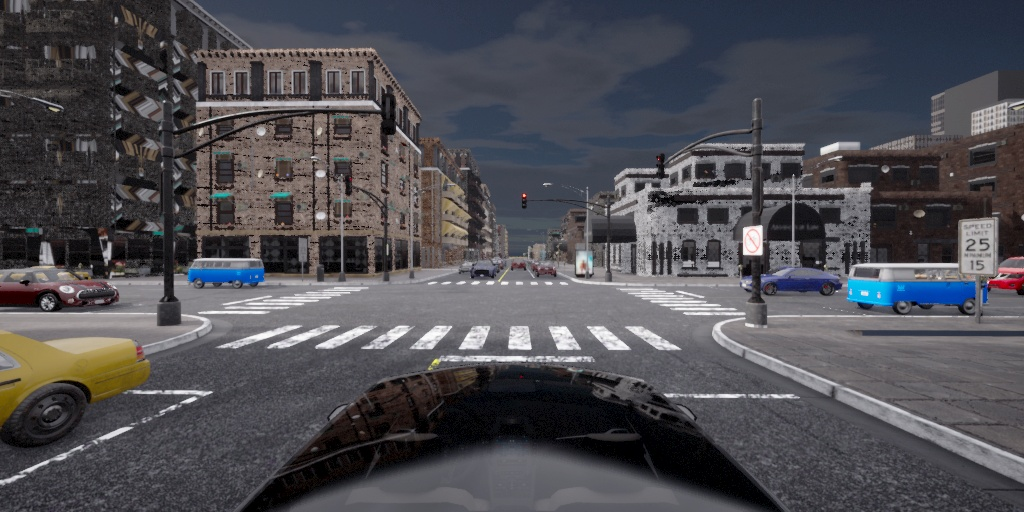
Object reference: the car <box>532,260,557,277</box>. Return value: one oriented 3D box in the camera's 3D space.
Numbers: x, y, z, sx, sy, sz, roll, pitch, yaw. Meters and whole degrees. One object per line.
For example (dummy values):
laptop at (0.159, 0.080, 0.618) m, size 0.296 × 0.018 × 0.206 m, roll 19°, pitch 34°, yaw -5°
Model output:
car at (3.259, 1.193, 35.111) m, size 1.967 × 1.591 × 4.097 m, roll 0°, pitch 0°, yaw 1°

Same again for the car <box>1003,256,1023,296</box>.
car at (27.653, 1.025, 18.866) m, size 5.566 × 2.045 × 2.150 m, roll 0°, pitch 0°, yaw 1°

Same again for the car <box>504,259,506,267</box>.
car at (-2.217, 1.293, 53.014) m, size 1.812 × 1.442 × 4.674 m, roll 0°, pitch 0°, yaw 1°

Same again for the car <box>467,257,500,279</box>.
car at (-2.564, 1.104, 33.147) m, size 2.097 × 1.767 × 4.553 m, roll 0°, pitch 0°, yaw 1°

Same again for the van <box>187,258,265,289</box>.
van at (-17.426, 1.029, 21.903) m, size 3.998 × 1.789 × 1.690 m, roll 0°, pitch 0°, yaw 1°

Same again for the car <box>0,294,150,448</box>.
car at (-5.680, 1.275, 2.623) m, size 1.751 × 1.417 × 4.829 m, roll 0°, pitch 0°, yaw 1°

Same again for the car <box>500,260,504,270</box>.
car at (-2.393, 1.251, 43.054) m, size 2.128 × 1.511 × 4.902 m, roll 0°, pitch 0°, yaw 1°

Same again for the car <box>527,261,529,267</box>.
car at (3.552, 1.317, 52.199) m, size 2.007 × 1.370 × 4.403 m, roll 0°, pitch 0°, yaw 1°

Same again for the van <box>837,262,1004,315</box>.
van at (14.851, 1.155, 13.208) m, size 3.998 × 1.789 × 1.690 m, roll 0°, pitch 0°, yaw 1°

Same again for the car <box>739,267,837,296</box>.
car at (14.691, 1.297, 18.993) m, size 4.674 × 1.442 × 1.812 m, roll 0°, pitch 0°, yaw 2°

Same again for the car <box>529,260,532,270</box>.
car at (3.454, 1.344, 46.503) m, size 1.802 × 1.307 × 4.207 m, roll 0°, pitch 0°, yaw 1°

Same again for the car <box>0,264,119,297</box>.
car at (-17.526, 1.189, 13.523) m, size 4.097 × 1.591 × 1.967 m, roll 0°, pitch 0°, yaw 1°

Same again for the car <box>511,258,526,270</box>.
car at (0.980, 1.120, 53.255) m, size 2.097 × 1.767 × 4.553 m, roll 0°, pitch 0°, yaw 1°

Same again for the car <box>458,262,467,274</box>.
car at (-5.023, 1.308, 40.939) m, size 2.007 × 1.370 × 4.403 m, roll 0°, pitch 0°, yaw 1°
